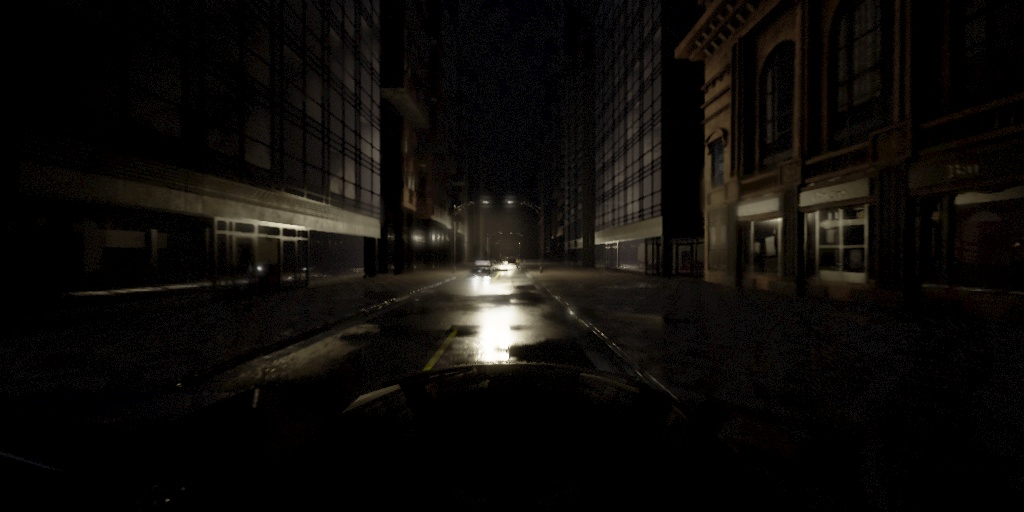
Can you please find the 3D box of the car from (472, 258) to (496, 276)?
[{"bbox_3d":[-3.092,1.233,37.746,2.128,1.511,4.902,0,0,0],"label":"car"}]

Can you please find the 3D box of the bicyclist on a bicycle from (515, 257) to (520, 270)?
[{"bbox_3d":[0.814,1.178,53.018,0.866,1.612,1.509,0,0,0],"label":"bicyclist on a bicycle"}]

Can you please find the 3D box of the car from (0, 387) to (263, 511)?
[{"bbox_3d":[-3.090,1.352,0.849,1.895,1.301,4.718,0,0,0],"label":"car"}]
